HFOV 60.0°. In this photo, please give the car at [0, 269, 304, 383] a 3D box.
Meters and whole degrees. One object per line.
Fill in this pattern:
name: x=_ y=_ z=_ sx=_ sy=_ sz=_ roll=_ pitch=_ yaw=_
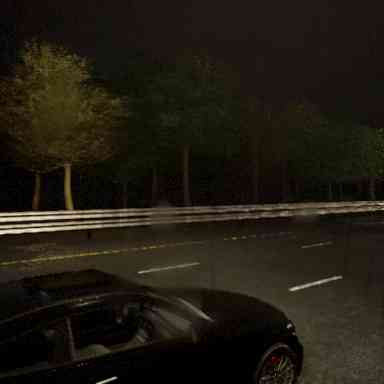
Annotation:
car: x=-0.914 y=1.526 z=3.216 sx=4.674 sy=1.442 sz=1.812 roll=0 pitch=0 yaw=-35
